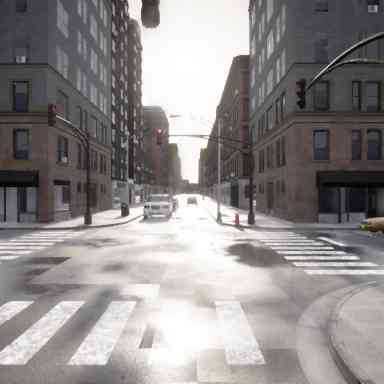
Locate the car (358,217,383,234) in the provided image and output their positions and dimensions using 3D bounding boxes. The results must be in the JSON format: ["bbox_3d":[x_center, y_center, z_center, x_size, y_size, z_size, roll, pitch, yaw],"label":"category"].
[{"bbox_3d":[11.606,1.555,17.912,4.829,1.417,1.752,0,0,0],"label":"car"}]

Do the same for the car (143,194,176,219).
[{"bbox_3d":[-2.894,1.218,29.207,2.150,2.045,5.566,0,0,0],"label":"car"}]

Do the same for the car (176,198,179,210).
[{"bbox_3d":[-2.904,1.345,39.472,2.097,1.767,4.553,0,0,0],"label":"car"}]

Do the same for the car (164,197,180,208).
[{"bbox_3d":[-2.919,1.534,49.754,2.033,1.411,5.357,0,0,0],"label":"car"}]

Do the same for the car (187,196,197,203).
[{"bbox_3d":[-0.005,1.571,70.069,1.895,1.301,4.718,0,0,0],"label":"car"}]

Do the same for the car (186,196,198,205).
[{"bbox_3d":[0.009,1.528,58.088,2.033,1.411,5.357,0,0,-1],"label":"car"}]
